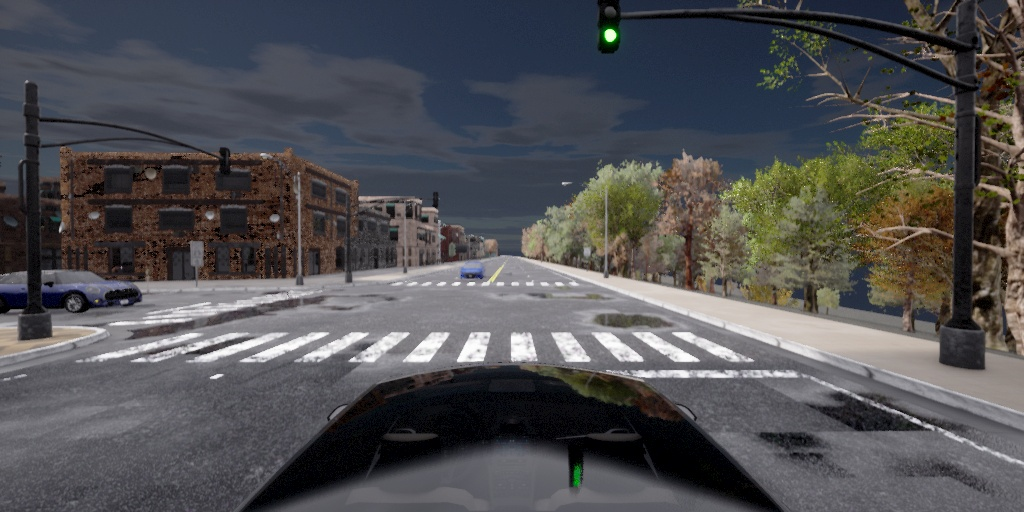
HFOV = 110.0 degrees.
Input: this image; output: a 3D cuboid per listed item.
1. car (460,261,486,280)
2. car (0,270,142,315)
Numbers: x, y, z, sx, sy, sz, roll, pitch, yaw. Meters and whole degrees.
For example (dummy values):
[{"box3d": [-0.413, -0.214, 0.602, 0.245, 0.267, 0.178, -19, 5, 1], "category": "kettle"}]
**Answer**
[{"box3d": [-3.276, 1.228, 30.745, 1.882, 1.535, 5.008, 0, 1, 0], "category": "car"}, {"box3d": [-18.313, 1.359, 14.806, 4.553, 1.767, 2.097, -1, 1, -1], "category": "car"}]
